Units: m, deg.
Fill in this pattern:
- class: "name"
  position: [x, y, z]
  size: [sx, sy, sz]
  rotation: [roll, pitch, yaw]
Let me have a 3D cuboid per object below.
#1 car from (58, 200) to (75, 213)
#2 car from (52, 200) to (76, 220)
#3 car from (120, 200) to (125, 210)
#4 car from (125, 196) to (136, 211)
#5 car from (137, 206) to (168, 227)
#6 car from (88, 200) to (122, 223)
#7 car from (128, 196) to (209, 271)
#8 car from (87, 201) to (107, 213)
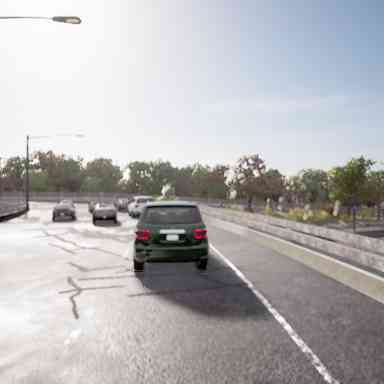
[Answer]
- class: "car"
  position: [-16.107, 1.793, 42.529]
  size: [1.837, 1.490, 4.892]
  rotation: [0, -1, -23]
- class: "car"
  position: [-11.645, 1.733, 30.386]
  size: [1.812, 1.442, 4.674]
  rotation: [0, 0, -17]
- class: "car"
  position: [-9.164, 1.787, 44.060]
  size: [2.128, 1.511, 4.902]
  rotation: [0, -1, -23]
- class: "car"
  position: [-4.896, 1.442, 32.243]
  size: [2.150, 2.045, 5.566]
  rotation: [0, 0, -17]
- class: "car"
  position: [-3.069, 1.770, 25.091]
  size: [1.895, 1.301, 4.718]
  rotation: [0, 0, -13]
- class: "car"
  position: [-7.078, 1.676, 27.021]
  size: [2.128, 1.511, 4.902]
  rotation: [0, 0, -14]
- class: "car"
  position: [-0.793, 1.299, 11.379]
  size: [2.150, 2.045, 5.566]
  rotation: [0, 0, -6]
- class: "car"
  position: [-11.903, 1.883, 41.517]
  size: [1.895, 1.301, 4.718]
  rotation: [0, 0, -22]
